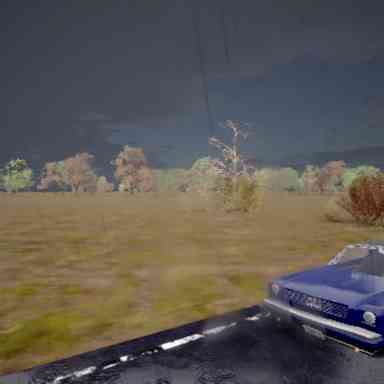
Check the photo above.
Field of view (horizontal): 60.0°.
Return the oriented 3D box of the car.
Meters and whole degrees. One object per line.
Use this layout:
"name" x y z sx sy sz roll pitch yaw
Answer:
"car" 3.456 1.586 5.811 4.718 1.301 1.895 0 0 -35
